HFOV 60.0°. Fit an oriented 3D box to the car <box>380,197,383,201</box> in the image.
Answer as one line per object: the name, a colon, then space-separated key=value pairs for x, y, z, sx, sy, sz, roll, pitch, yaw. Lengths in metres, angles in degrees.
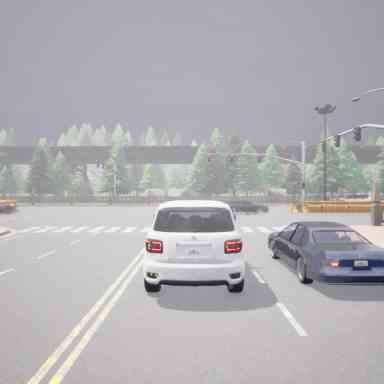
car: x=26.180 y=1.477 z=40.687 sx=5.008 sy=1.535 sz=1.882 roll=0 pitch=0 yaw=0

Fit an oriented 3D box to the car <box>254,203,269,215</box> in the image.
car: x=5.291 y=1.505 z=33.599 sx=4.892 sy=1.490 sz=1.837 roll=0 pitch=0 yaw=0

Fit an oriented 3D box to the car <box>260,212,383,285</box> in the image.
car: x=3.577 y=1.547 z=9.506 sx=2.033 sy=1.411 sz=5.357 roll=0 pitch=0 yaw=0

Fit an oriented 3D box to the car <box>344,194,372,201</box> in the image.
car: x=21.120 y=1.221 z=44.210 sx=5.566 sy=2.045 sz=2.150 roll=0 pitch=0 yaw=0

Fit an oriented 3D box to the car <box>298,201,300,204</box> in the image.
car: x=17.834 y=1.477 z=47.728 sx=5.008 sy=1.535 sz=1.882 roll=0 pitch=0 yaw=0

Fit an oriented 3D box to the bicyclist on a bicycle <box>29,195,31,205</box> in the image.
bicyclist on a bicycle: x=-27.009 y=1.300 z=55.766 sx=0.582 sy=1.620 sz=1.656 roll=0 pitch=0 yaw=0

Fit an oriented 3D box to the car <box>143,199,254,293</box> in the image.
car: x=0.068 y=1.221 z=9.018 sx=2.150 sy=2.045 sz=5.566 roll=0 pitch=0 yaw=1

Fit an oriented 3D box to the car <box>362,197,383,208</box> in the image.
car: x=27.327 y=1.505 z=47.680 sx=4.892 sy=1.490 sz=1.837 roll=0 pitch=0 yaw=0

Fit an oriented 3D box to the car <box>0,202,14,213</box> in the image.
car: x=-20.673 y=1.352 z=33.748 sx=4.553 sy=1.767 sz=2.097 roll=0 pitch=0 yaw=0

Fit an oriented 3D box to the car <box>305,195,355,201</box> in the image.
car: x=16.677 y=1.491 z=40.734 sx=4.902 sy=1.511 sz=2.128 roll=0 pitch=0 yaw=0
